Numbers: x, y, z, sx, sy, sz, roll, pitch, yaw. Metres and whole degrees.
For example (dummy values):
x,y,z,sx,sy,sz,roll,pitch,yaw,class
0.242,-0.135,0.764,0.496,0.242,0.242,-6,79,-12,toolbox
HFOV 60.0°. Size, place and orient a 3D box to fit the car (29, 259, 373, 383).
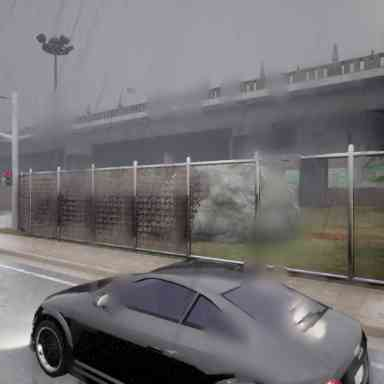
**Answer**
x,y,z,sx,sy,sz,roll,pitch,yaw,class
-0.155,1.564,4.101,4.181,1.385,1.994,0,0,36,car
